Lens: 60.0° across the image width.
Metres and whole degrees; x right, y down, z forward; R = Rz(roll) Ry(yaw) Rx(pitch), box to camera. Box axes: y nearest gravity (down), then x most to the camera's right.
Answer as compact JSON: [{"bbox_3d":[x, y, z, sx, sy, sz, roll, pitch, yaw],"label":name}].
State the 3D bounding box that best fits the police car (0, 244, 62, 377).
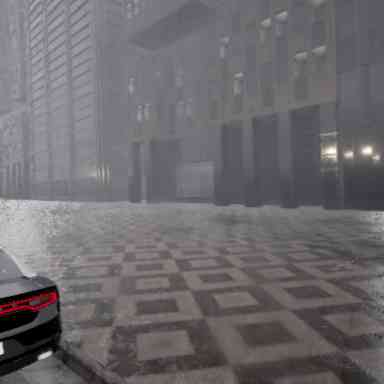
[{"bbox_3d":[-3.875,1.415,5.148,5.238,1.638,1.930,0,1,44],"label":"police car"}]
